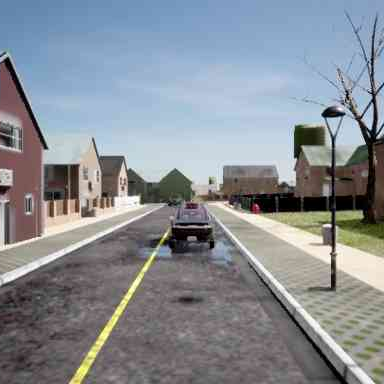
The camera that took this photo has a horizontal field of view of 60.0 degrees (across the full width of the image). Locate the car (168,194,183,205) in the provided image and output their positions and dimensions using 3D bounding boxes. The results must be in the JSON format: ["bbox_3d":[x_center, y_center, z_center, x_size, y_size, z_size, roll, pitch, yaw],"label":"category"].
[{"bbox_3d":[-2.750,1.418,55.974,2.150,2.045,5.566,0,0,0],"label":"car"}]

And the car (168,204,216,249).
[{"bbox_3d":[0.000,1.503,14.652,2.128,1.511,4.902,0,0,0],"label":"car"}]

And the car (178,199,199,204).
[{"bbox_3d":[0.000,1.562,29.653,1.812,1.442,4.674,0,0,0],"label":"car"}]
